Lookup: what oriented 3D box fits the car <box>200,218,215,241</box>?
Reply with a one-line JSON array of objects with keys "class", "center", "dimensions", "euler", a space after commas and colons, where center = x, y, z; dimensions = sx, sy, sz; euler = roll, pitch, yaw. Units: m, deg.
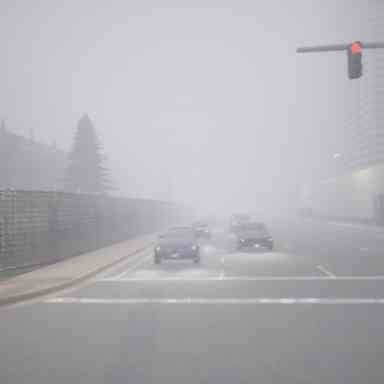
[{"class": "car", "center": [0.477, 2.815, 24.368], "dimensions": [1.895, 1.301, 4.718], "euler": [-2, -3, 6]}]

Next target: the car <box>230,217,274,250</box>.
[{"class": "car", "center": [3.479, 2.424, 19.223], "dimensions": [2.033, 1.411, 5.357], "euler": [-2, -3, 6]}]

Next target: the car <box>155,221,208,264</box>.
[{"class": "car", "center": [-0.435, 2.300, 15.204], "dimensions": [1.812, 1.442, 4.674], "euler": [-2, -3, 6]}]

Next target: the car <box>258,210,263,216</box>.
[{"class": "car", "center": [17.344, 5.417, 87.013], "dimensions": [1.882, 1.535, 5.008], "euler": [-2, -3, 6]}]

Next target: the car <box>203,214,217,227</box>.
[{"class": "car", "center": [2.181, 3.518, 41.304], "dimensions": [2.128, 1.511, 4.902], "euler": [-2, -3, 6]}]

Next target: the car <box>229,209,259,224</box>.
[{"class": "car", "center": [4.590, 2.766, 30.421], "dimensions": [2.097, 1.767, 4.553], "euler": [-2, -3, 6]}]
